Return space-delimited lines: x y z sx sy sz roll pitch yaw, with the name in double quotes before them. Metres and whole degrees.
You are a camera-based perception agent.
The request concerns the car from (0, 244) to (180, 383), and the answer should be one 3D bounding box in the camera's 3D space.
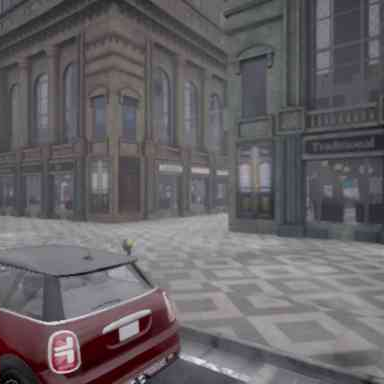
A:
"car" -2.225 1.451 4.539 4.097 1.590 1.967 0 0 35
